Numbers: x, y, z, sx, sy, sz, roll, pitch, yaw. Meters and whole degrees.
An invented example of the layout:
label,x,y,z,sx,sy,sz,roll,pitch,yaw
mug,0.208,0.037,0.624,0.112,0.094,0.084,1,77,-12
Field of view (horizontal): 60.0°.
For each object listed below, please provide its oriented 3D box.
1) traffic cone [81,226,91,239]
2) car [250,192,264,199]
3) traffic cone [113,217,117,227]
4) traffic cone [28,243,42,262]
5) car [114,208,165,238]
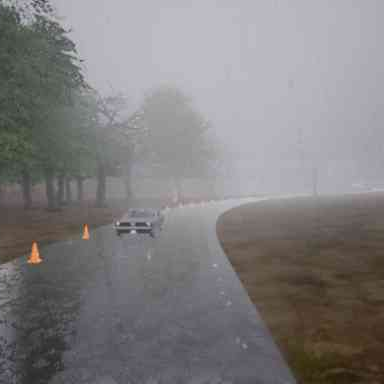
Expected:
label,x,y,z,sx,sy,sz,roll,pitch,yaw
traffic cone,-5.004,1.894,15.710,0.340,0.580,0.340,0,0,1
car,13.803,0.687,70.955,1.895,1.301,4.718,1,2,29
traffic cone,-4.758,1.855,20.829,0.340,0.580,0.340,0,0,4
traffic cone,-5.023,1.923,10.622,0.340,0.580,0.340,0,0,0
car,-2.619,1.525,17.503,1.895,1.301,4.718,0,0,3
